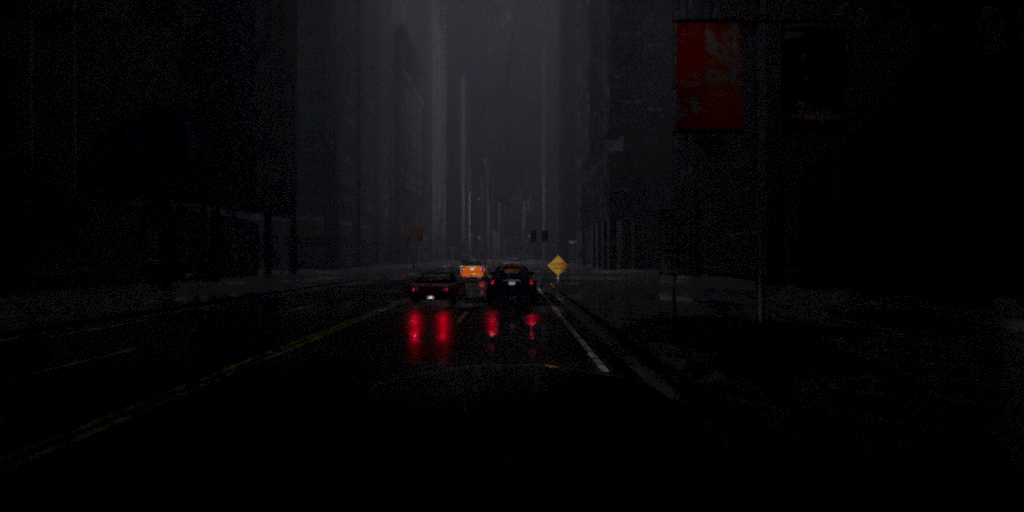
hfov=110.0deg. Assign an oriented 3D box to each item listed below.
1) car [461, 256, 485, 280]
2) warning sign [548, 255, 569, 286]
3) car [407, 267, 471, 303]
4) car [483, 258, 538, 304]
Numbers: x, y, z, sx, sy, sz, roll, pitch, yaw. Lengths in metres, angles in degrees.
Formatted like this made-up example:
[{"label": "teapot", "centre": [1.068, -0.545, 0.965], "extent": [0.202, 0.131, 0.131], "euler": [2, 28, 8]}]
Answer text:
[{"label": "car", "centre": [-3.250, 1.120, 31.470], "extent": [2.097, 1.767, 4.553], "euler": [0, 0, 0]}, {"label": "warning sign", "centre": [2.850, 0.866, 22.210], "extent": [1.300, 1.860, 1.060], "euler": [0, 0, 0]}, {"label": "car", "centre": [-3.250, 1.367, 16.530], "extent": [1.895, 1.301, 4.718], "euler": [0, 0, 0]}, {"label": "car", "centre": [0.000, 1.117, 16.470], "extent": [2.097, 1.767, 4.553], "euler": [0, 0, 0]}]
